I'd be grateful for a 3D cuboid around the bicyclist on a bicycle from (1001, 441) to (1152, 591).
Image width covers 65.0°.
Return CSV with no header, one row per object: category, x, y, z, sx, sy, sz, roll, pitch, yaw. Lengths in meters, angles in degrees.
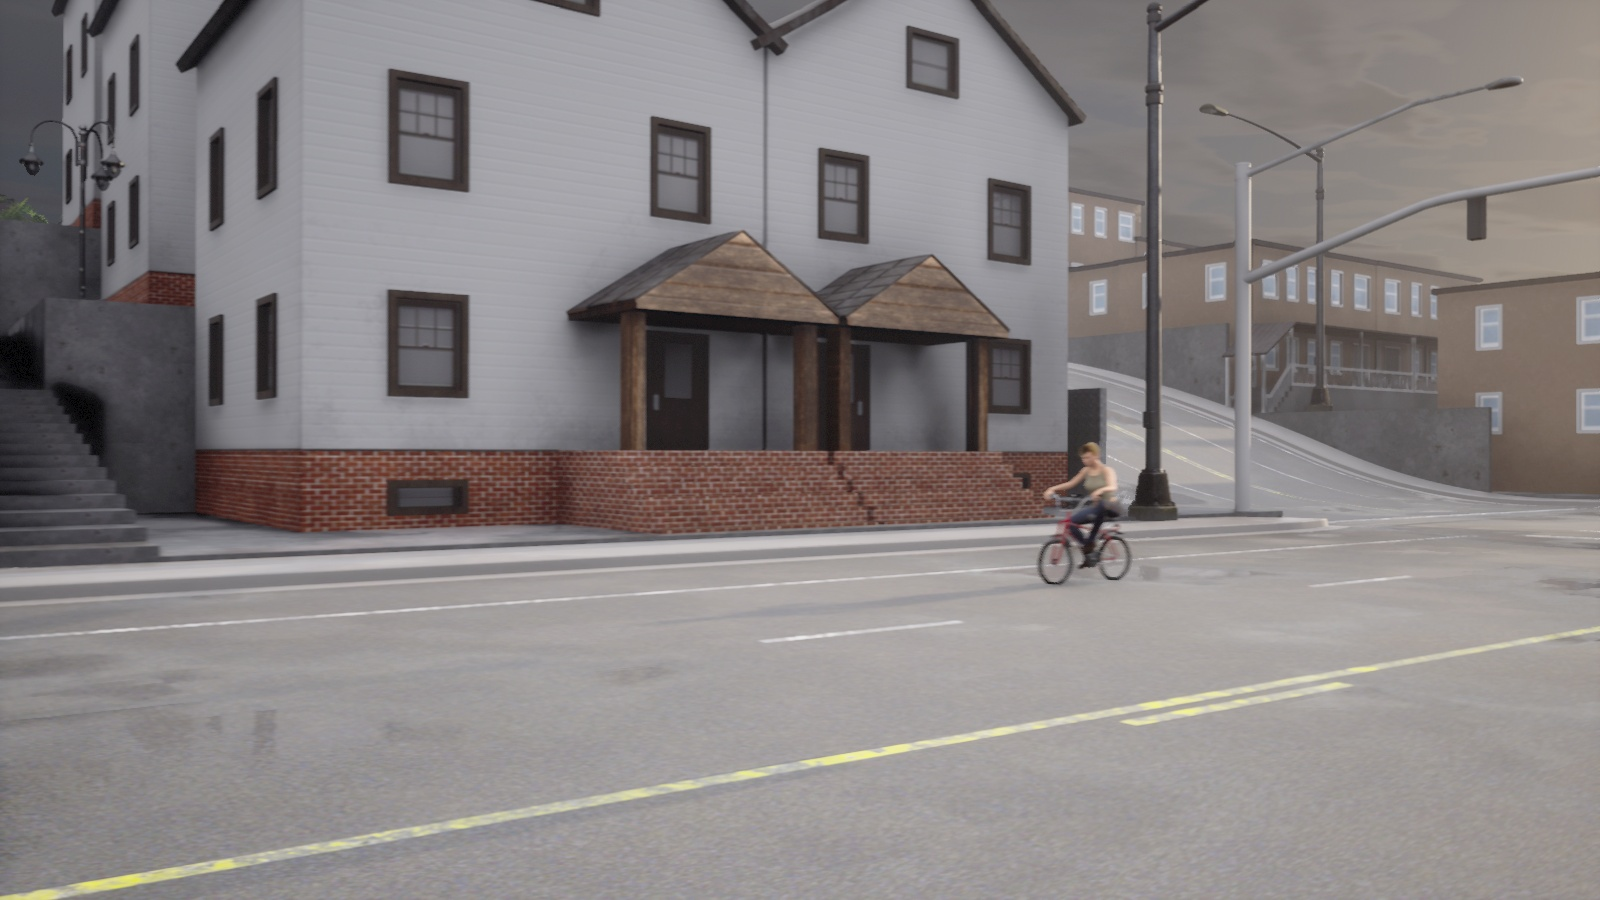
bicyclist on a bicycle,3.155,0.710,14.320,1.509,1.612,0.866,0,0,-34
